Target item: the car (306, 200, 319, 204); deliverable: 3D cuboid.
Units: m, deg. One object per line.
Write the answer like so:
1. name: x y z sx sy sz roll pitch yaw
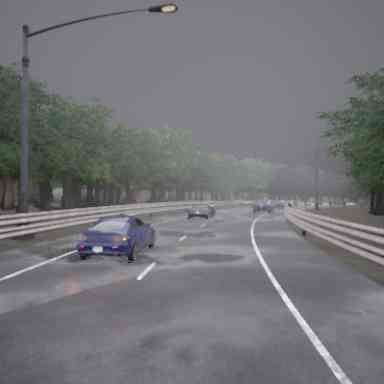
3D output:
1. car: 27.453 2.511 76.191 1.837 1.490 4.892 0 -1 40

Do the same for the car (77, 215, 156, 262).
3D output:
1. car: -2.603 1.572 12.250 1.812 1.442 4.674 0 0 6

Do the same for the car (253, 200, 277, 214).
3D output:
1. car: 8.970 1.722 41.471 2.097 1.767 4.553 0 -1 21

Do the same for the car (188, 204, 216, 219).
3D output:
1. car: 0.985 1.774 31.321 1.994 1.385 4.181 0 -1 14

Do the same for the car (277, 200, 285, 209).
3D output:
1. car: 14.812 2.143 57.685 2.128 1.511 4.902 0 -1 31
